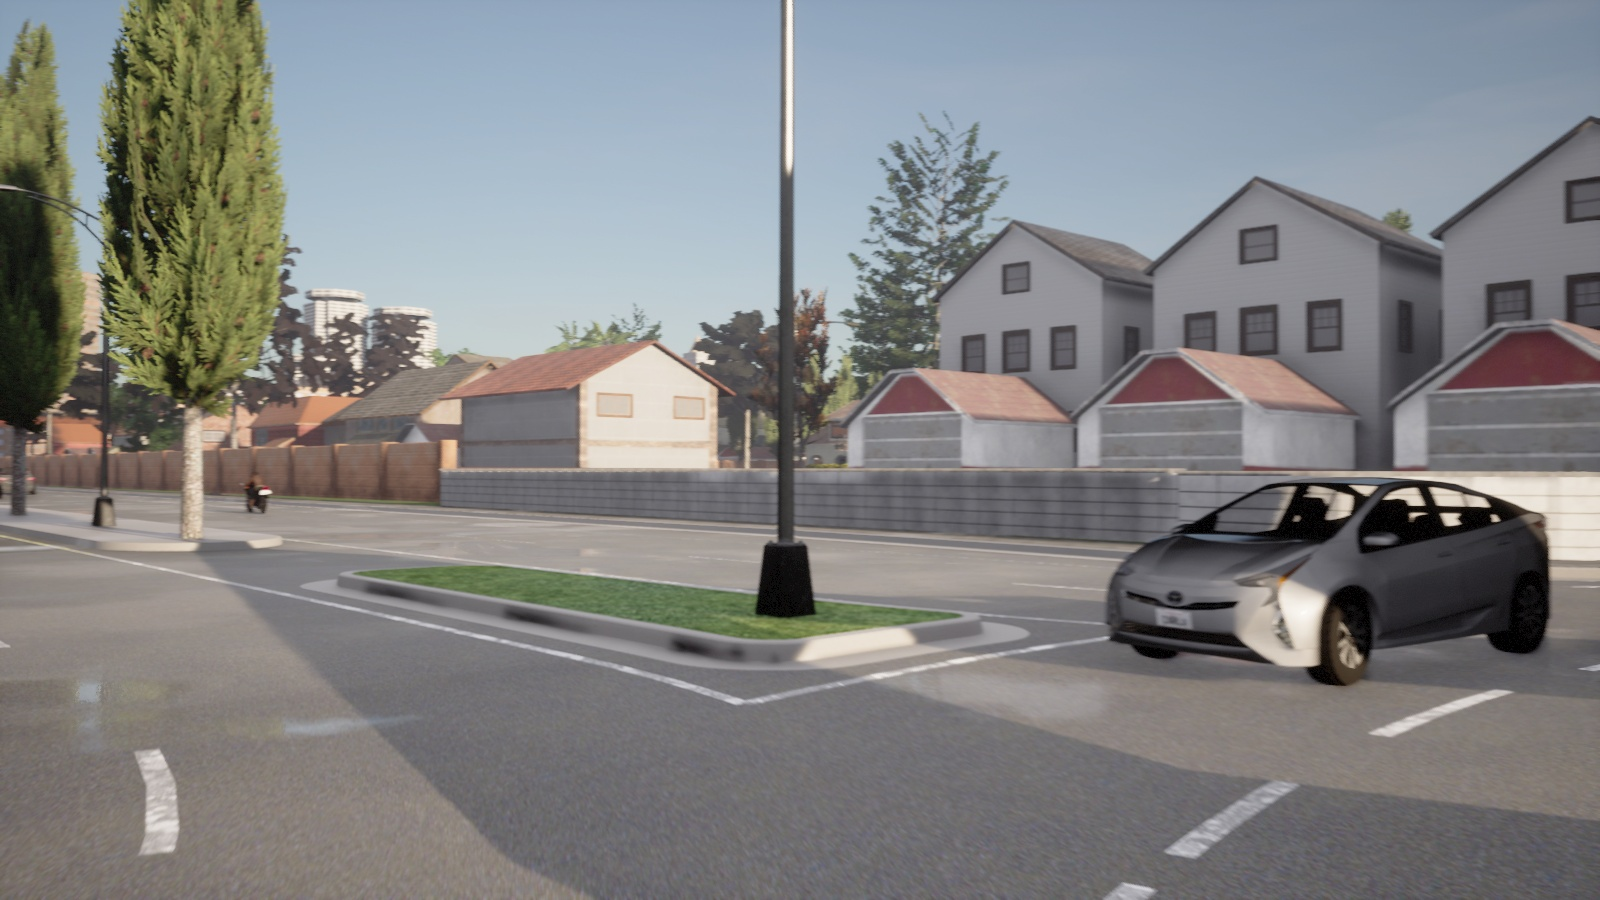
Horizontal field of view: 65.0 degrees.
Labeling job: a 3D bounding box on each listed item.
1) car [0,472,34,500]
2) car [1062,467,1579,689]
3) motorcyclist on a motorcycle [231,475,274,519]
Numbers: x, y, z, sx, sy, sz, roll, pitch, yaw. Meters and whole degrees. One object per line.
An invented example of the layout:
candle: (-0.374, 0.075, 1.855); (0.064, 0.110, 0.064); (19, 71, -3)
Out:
car: (-48.836, 2.214, 77.081); (2.242, 1.667, 4.611); (1, -1, -42)
car: (4.578, 0.919, 10.800); (4.514, 1.525, 2.007); (0, -1, -36)
motorcyclist on a motorcycle: (-19.490, 1.651, 44.656); (0.797, 1.523, 2.044); (1, -1, -42)
